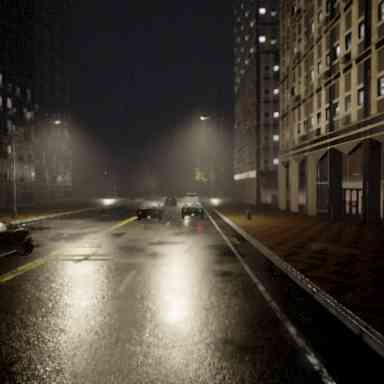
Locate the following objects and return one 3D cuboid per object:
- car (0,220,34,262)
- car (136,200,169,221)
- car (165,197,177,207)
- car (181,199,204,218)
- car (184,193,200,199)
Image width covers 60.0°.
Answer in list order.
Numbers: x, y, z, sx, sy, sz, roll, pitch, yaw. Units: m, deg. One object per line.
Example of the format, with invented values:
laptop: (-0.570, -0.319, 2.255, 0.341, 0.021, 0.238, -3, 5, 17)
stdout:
car: (-6.613, 1.555, 10.127, 1.994, 1.385, 4.181, 0, 0, 0)
car: (-3.192, 1.562, 26.852, 1.895, 1.301, 4.718, 0, 0, 0)
car: (-3.232, 1.461, 50.879, 2.033, 1.411, 5.357, 0, 0, 0)
car: (0.054, 1.555, 29.382, 1.895, 1.301, 4.718, 0, 0, 0)
car: (0.023, 1.137, 48.971, 2.150, 2.045, 5.566, 0, 0, 0)
